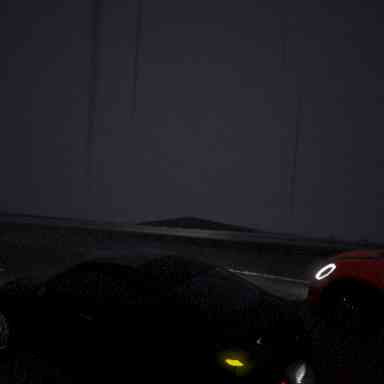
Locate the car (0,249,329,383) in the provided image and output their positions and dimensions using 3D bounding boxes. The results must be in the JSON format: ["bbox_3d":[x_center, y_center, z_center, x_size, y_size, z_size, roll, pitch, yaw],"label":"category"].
[{"bbox_3d":[-0.871,1.518,4.447,4.674,1.442,1.812,0,0,34],"label":"car"}]

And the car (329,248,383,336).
[{"bbox_3d":[4.227,1.342,5.149,4.553,1.767,2.097,0,0,36],"label":"car"}]
